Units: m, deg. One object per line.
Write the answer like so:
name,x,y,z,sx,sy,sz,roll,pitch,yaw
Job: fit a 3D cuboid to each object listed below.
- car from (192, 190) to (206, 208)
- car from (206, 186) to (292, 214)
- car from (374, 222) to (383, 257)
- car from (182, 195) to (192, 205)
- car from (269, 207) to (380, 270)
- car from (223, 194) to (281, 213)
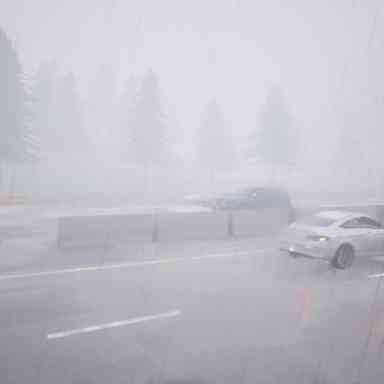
car,3.115,0.714,29.455,5.357,1.411,2.033,0,2,-28
car,4.056,0.639,22.002,5.566,2.045,2.150,0,2,-28
car,6.311,1.425,7.068,4.892,1.490,1.837,0,2,-29
car,1.275,0.567,32.422,4.674,1.442,1.812,0,2,-29
car,4.757,1.318,10.197,4.674,1.442,1.812,0,2,-29
car,4.755,0.856,26.365,4.181,1.385,1.994,0,2,-28
